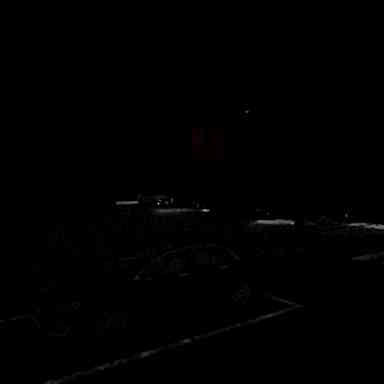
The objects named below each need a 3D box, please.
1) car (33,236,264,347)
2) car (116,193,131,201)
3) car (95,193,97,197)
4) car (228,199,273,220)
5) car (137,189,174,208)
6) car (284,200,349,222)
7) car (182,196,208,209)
[{"bbox_3d":[-0.552,1.566,6.251,4.403,1.369,2.008,0,0,-35],"label":"car"},{"bbox_3d":[-11.858,0.837,54.858,1.895,1.301,4.718,0,1,-35],"label":"car"},{"bbox_3d":[-14.631,0.825,53.154,1.895,1.301,4.718,0,1,-35],"label":"car"},{"bbox_3d":[4.247,1.291,26.297,1.812,1.442,4.674,0,1,-35],"label":"car"},{"bbox_3d":[-4.310,0.721,38.402,2.150,2.045,5.566,0,2,-35],"label":"car"},{"bbox_3d":[9.226,1.350,24.984,2.128,1.511,4.902,0,1,-37],"label":"car"},{"bbox_3d":[0.704,1.163,36.928,1.994,1.385,4.181,0,1,-35],"label":"car"}]
